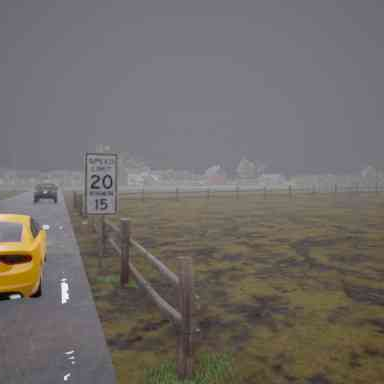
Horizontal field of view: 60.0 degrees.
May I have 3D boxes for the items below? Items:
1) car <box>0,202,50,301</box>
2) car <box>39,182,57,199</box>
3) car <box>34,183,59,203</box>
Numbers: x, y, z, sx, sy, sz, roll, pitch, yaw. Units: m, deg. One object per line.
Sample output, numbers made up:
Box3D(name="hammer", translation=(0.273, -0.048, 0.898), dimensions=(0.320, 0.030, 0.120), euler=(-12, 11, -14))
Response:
Box3D(name="car", translation=(-4.363, 1.231, 7.527), dimensions=(1.882, 1.535, 5.008), euler=(0, 2, -22))
Box3D(name="car", translation=(-19.336, -0.256, 44.862), dimensions=(2.150, 2.045, 5.566), euler=(0, 2, -22))
Box3D(name="car", translation=(-15.424, 0.054, 35.221), dimensions=(2.150, 2.045, 5.566), euler=(0, 2, -21))
